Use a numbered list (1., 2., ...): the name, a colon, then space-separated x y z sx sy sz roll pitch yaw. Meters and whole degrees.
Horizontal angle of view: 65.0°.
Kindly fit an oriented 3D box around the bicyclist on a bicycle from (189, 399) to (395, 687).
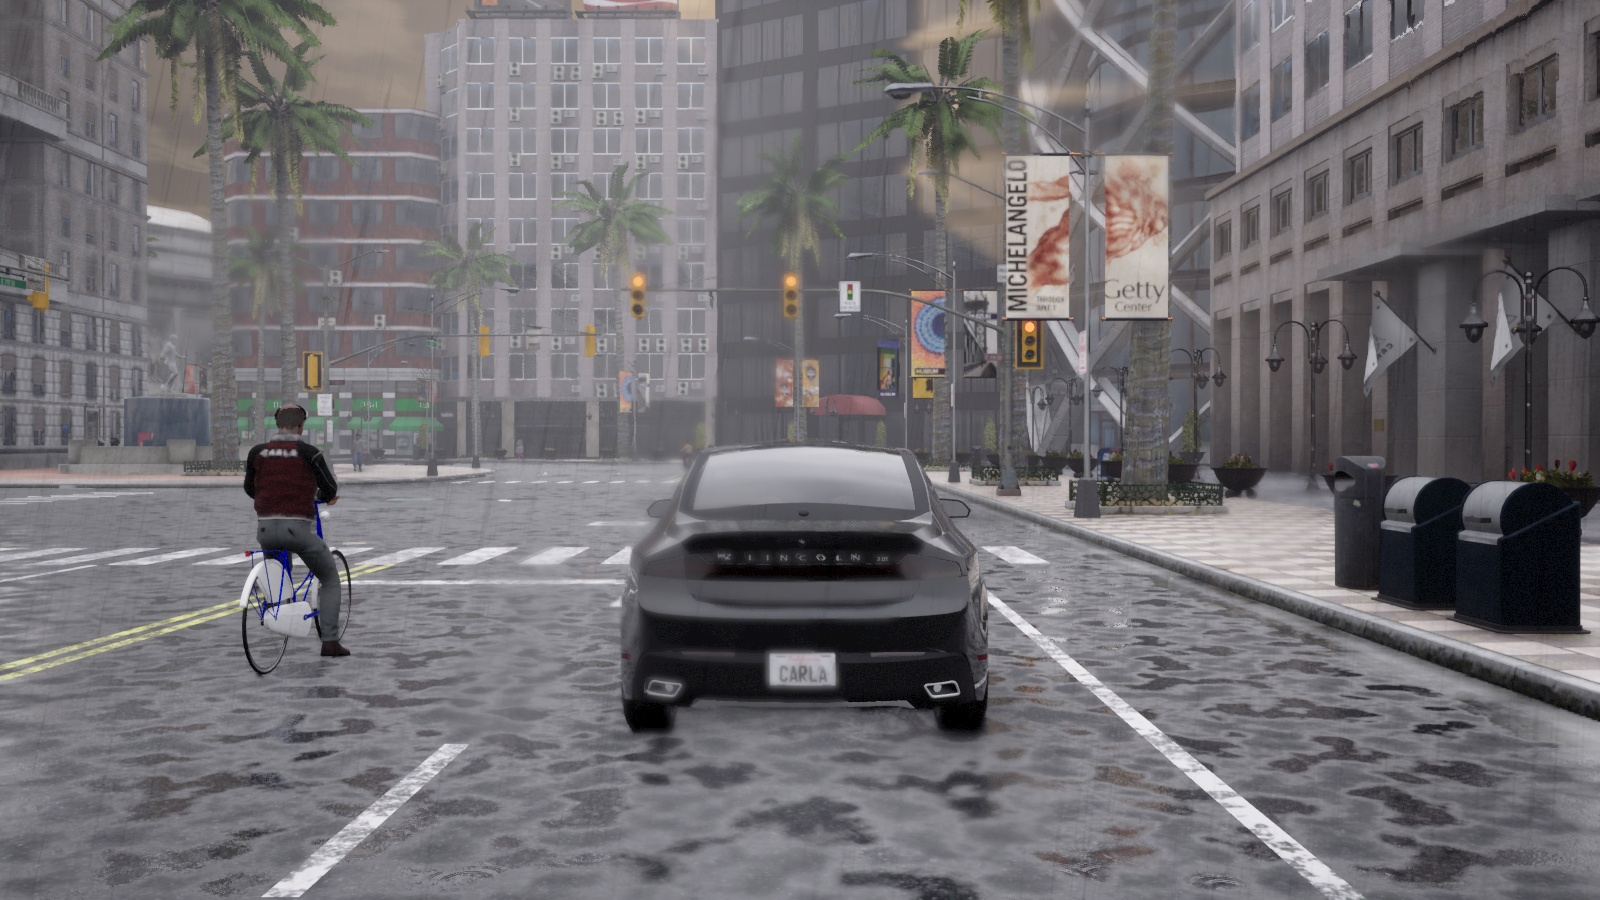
1. bicyclist on a bicycle: -3.432 0.565 8.669 0.659 1.776 1.843 0 1 0

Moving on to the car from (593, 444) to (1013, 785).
1. car: 0.047 0.707 7.945 1.837 1.490 4.892 0 0 1

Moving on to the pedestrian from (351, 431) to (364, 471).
1. pedestrian: -20.535 0.058 58.283 0.354 1.836 0.706 0 0 -2
